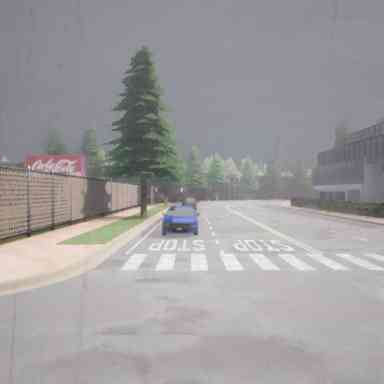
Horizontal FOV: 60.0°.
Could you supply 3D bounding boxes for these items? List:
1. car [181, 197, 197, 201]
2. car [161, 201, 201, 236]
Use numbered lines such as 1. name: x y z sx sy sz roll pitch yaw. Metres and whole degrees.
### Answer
1. car: -0.367 1.489 44.632 1.882 1.535 5.008 0 0 1
2. car: -0.586 1.498 18.516 1.882 1.535 5.008 0 0 0
